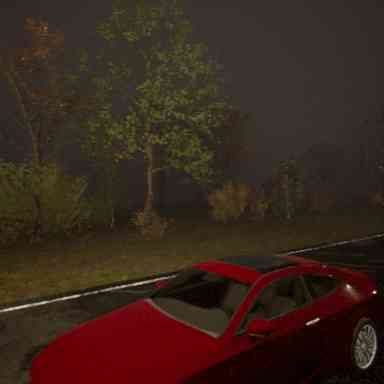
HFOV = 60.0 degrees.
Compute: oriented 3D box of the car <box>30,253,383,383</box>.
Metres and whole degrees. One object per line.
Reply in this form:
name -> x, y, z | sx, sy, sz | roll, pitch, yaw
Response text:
car -> 0.570, 1.576, 4.086 | 4.674, 1.442, 1.812 | -2, 0, -35
